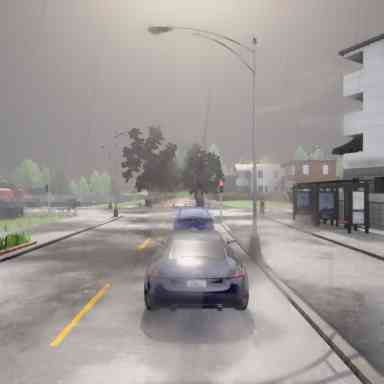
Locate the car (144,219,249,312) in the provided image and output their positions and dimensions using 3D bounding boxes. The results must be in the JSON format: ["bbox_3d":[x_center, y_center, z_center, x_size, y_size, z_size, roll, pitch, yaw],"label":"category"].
[{"bbox_3d":[0.089,1.564,7.787,1.994,1.385,4.181,0,0,0],"label":"car"}]

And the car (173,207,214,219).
[{"bbox_3d":[0.079,1.478,16.769,1.882,1.535,5.008,0,0,0],"label":"car"}]
